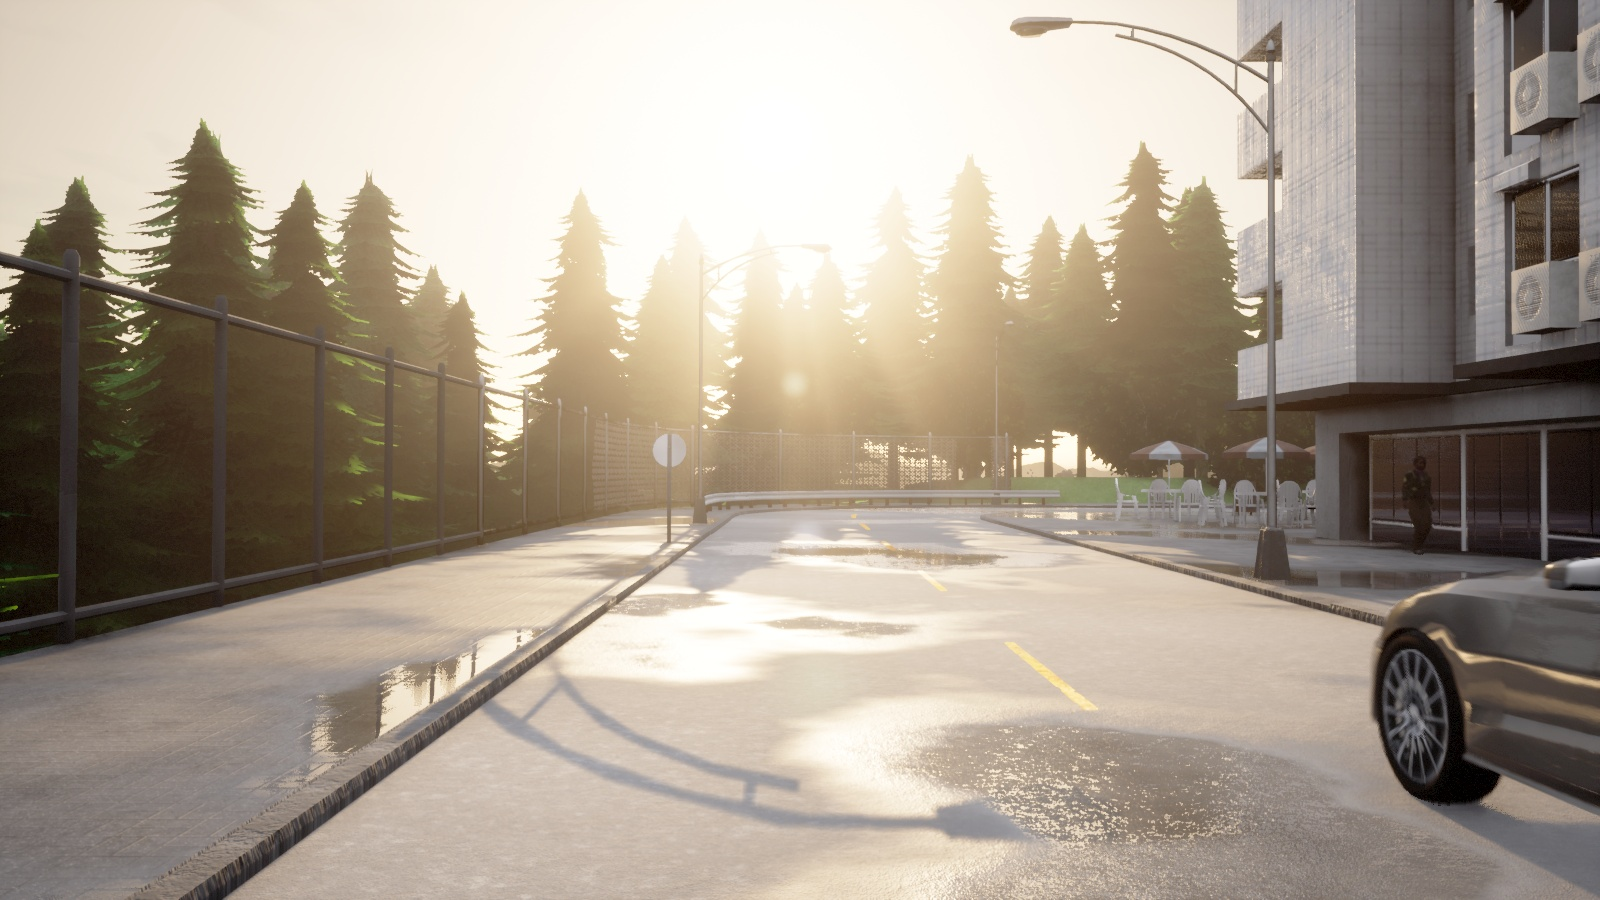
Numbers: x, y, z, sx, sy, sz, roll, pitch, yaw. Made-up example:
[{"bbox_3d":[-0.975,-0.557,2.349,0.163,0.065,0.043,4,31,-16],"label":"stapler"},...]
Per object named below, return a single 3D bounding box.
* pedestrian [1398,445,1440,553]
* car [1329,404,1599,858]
[{"bbox_3d":[11.179,0.875,22.677,0.395,1.930,0.692,0,-1,0],"label":"pedestrian"},{"bbox_3d":[3.984,0.650,4.352,2.152,1.651,5.027,0,-1,0],"label":"car"}]
